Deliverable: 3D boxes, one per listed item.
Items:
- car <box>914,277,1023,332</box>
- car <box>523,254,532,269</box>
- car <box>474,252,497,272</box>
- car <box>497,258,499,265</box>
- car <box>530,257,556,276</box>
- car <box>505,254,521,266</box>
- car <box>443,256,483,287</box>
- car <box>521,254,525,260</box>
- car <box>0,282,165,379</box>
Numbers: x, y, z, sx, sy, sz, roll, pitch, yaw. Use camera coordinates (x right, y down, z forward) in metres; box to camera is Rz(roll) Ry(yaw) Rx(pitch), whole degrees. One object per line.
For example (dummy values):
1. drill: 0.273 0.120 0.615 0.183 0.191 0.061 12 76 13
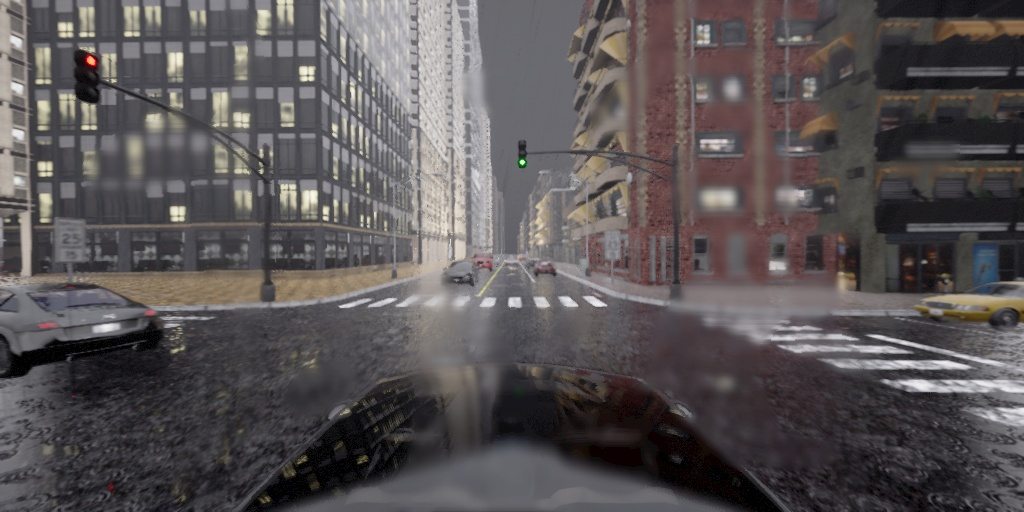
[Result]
1. car: 14.623 1.315 10.354 4.829 1.417 1.751 0 0 -1
2. car: 2.647 0.808 42.952 2.007 1.370 4.403 0 0 0
3. car: -3.140 0.590 38.532 2.150 2.045 5.566 -1 0 0
4. car: -3.064 0.816 56.761 1.895 1.301 4.718 -1 1 0
5. car: 2.710 0.977 30.036 1.802 1.307 4.207 0 0 0
6. car: -0.059 0.789 52.239 1.895 1.301 4.718 -1 1 0
7. car: -3.130 1.038 22.697 1.837 1.490 4.892 -1 2 0
8. car: 2.642 0.748 48.600 2.007 1.370 4.403 0 0 0
9. car: -8.987 1.204 6.845 4.181 1.385 1.994 1 0 17
